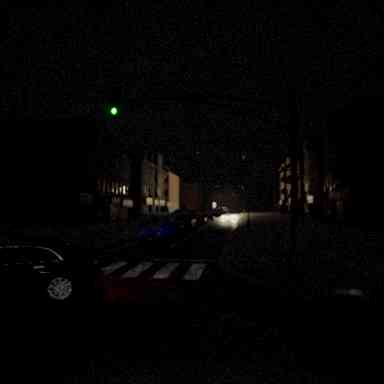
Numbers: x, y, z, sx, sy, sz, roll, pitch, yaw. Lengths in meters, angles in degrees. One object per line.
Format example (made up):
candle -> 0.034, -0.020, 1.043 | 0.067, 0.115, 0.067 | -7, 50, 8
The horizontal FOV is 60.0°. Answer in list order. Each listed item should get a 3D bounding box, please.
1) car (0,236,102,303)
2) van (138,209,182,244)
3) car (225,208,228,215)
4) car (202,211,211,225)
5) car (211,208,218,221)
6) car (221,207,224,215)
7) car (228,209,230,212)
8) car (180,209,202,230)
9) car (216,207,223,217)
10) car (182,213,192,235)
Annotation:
car -> -4.745, 1.909, 8.152 | 4.892, 1.490, 1.837 | 1, 2, -23
van -> -1.994, 2.104, 20.099 | 1.690, 1.788, 3.998 | 2, -2, 9
car -> 7.052, 4.837, 80.575 | 2.008, 1.369, 4.403 | 1, -2, 9
car -> 0.793, 3.036, 38.756 | 1.887, 1.381, 4.507 | 1, -2, 9
car -> 2.357, 3.500, 49.211 | 1.802, 1.307, 4.206 | 1, -2, 9
car -> 4.708, 4.027, 64.898 | 1.967, 1.590, 4.097 | 1, -2, 9
car -> 7.839, 4.841, 85.810 | 2.192, 1.841, 5.009 | 1, -2, 9
car -> -0.764, 2.394, 28.308 | 2.192, 1.841, 5.009 | 2, -2, 9
car -> 3.922, 3.905, 59.667 | 1.887, 1.381, 4.507 | 1, -2, 9
car -> -1.509, 2.440, 23.373 | 2.008, 1.369, 4.403 | 2, -2, 9
